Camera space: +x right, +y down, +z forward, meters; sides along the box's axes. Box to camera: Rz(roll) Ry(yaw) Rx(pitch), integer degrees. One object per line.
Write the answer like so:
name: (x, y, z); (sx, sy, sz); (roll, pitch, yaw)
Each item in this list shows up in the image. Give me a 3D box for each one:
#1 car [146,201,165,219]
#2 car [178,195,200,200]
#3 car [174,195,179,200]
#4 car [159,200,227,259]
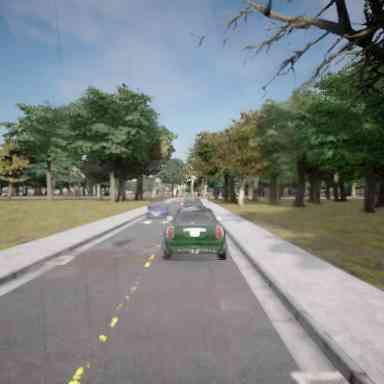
car: (-2.849, 1.529, 28.740); (1.812, 1.442, 4.674); (0, 0, 0)
car: (0.096, 1.356, 28.862); (2.097, 1.767, 4.553); (0, 0, 0)
car: (-2.755, 1.363, 70.217); (2.097, 1.767, 4.553); (0, 0, 0)
car: (0.095, 1.352, 12.696); (2.097, 1.767, 4.553); (0, 0, 0)
